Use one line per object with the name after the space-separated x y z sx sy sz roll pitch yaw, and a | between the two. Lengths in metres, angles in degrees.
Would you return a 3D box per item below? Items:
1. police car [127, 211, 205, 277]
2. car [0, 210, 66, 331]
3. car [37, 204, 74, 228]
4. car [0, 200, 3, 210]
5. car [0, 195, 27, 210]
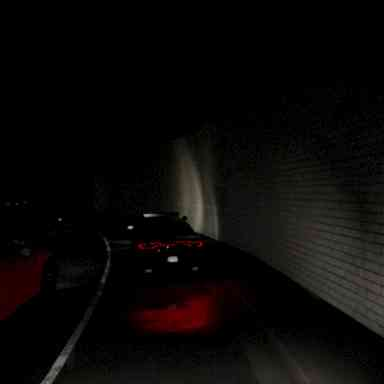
-0.995 1.441 10.631 1.930 1.638 5.238 0 0 -12 | police car
-3.871 1.370 5.445 2.097 1.767 4.553 0 0 -5 | car
-9.192 1.533 22.317 1.882 1.535 5.008 0 0 -28 | car
-17.837 1.615 28.522 1.812 1.442 4.674 0 0 -39 | car
-19.564 1.325 35.885 2.150 2.045 5.566 0 0 -40 | car
